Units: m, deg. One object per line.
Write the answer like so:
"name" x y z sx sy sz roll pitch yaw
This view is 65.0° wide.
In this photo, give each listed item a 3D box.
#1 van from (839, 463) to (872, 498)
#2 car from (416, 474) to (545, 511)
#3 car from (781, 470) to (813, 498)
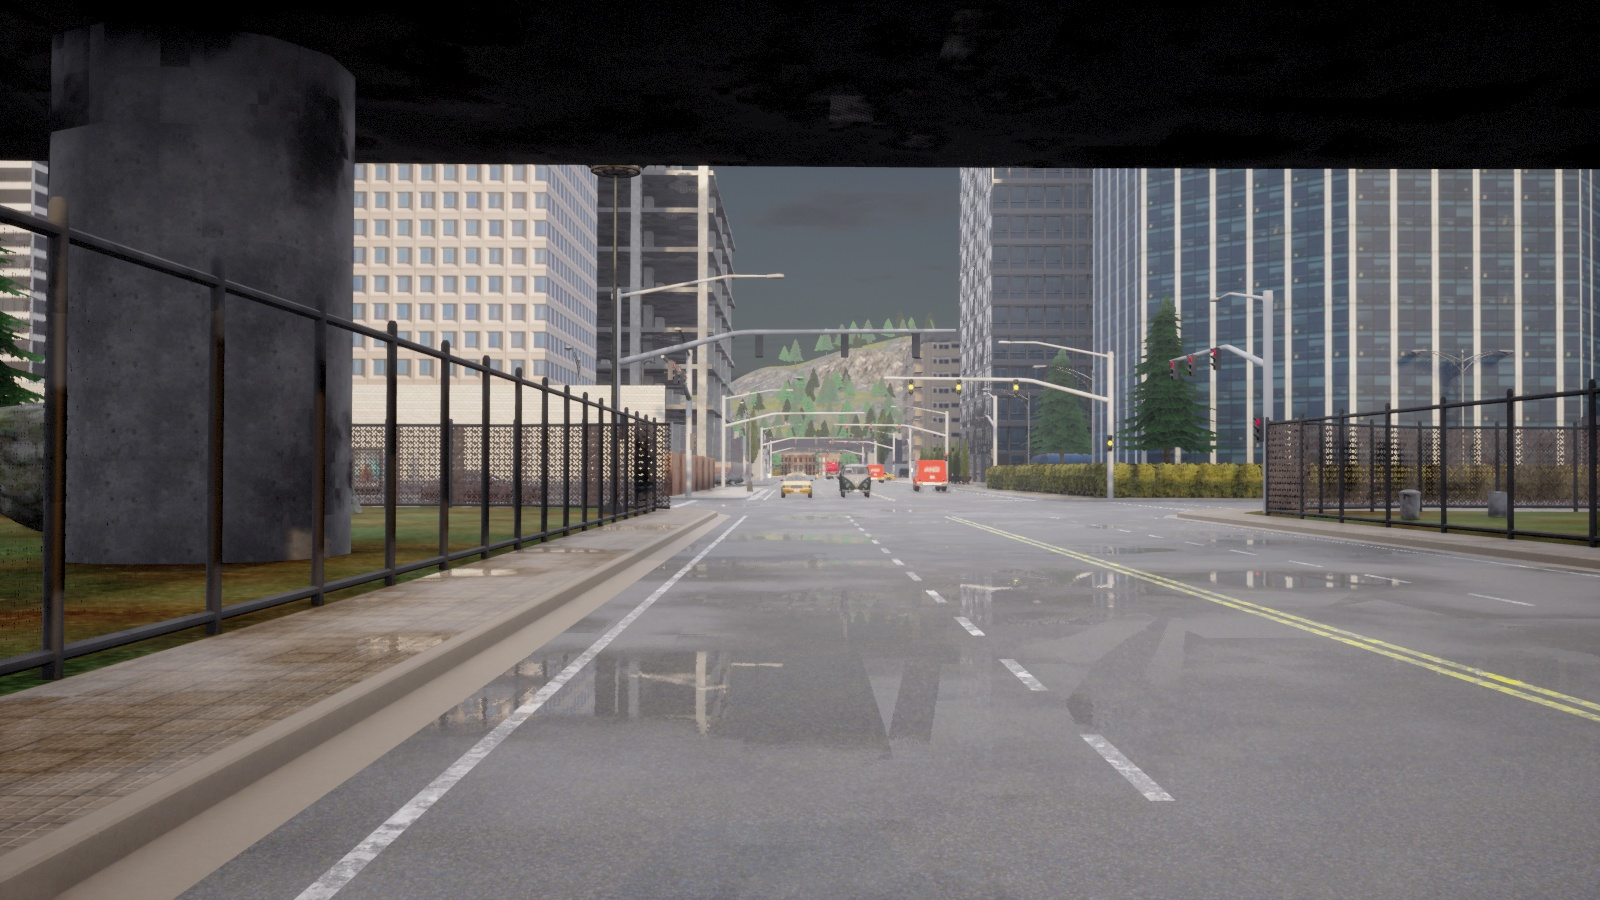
"van" 3.321 1.820 75.588 1.775 1.987 4.442 0 -1 0
"car" -12.717 1.676 50.171 4.674 1.442 1.812 0 -1 0
"car" -0.175 1.995 74.092 1.801 1.575 5.366 0 -1 0
